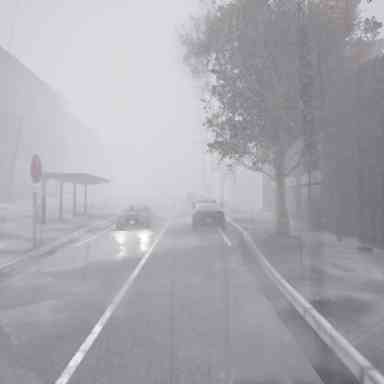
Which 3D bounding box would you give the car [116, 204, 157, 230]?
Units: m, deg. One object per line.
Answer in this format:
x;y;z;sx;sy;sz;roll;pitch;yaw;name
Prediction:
-3.270;1.434;20.093;1.994;1.385;4.181;0;1;0;car

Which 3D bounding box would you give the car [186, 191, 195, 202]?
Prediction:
-0.056;1.015;55.055;1.895;1.301;4.718;0;1;0;car

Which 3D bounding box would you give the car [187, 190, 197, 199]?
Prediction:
-0.075;0.464;70.488;2.097;1.767;4.553;0;1;0;car

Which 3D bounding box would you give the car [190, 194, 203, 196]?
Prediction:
0.948;1.243;30.146;1.837;1.490;4.892;0;1;0;car

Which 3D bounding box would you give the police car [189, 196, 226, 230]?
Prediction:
0.941;1.293;20.246;1.930;1.638;5.238;0;1;0;police car

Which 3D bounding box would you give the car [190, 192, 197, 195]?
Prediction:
0.951;1.107;36.340;1.801;1.575;5.366;0;1;0;car

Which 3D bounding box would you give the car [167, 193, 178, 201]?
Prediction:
-3.518;0.865;61.646;1.812;1.442;4.674;0;1;0;car
